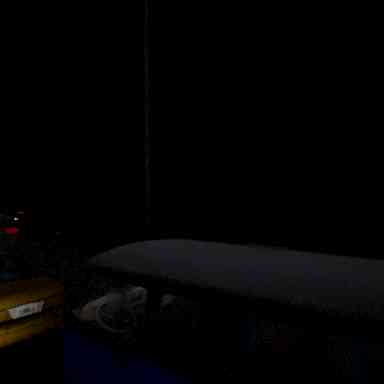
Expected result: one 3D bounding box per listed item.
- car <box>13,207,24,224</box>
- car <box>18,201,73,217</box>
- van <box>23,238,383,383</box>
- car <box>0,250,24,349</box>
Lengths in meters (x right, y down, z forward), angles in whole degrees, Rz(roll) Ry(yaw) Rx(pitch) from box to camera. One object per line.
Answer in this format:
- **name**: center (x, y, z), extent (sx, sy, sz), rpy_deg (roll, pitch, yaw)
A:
- **car**: center (-10.213, 1.555, 24.027), extent (1.837, 1.490, 4.892), rpy_deg (-1, -1, 36)
- **car**: center (-14.986, 1.687, 34.316), extent (1.837, 1.490, 4.892), rpy_deg (-1, -1, 36)
- **van**: center (0.701, 1.341, 2.360), extent (3.998, 1.788, 1.690), rpy_deg (0, -1, 36)
- **car**: center (-4.057, 1.524, 5.752), extent (4.829, 1.417, 1.752), rpy_deg (0, -1, 36)
